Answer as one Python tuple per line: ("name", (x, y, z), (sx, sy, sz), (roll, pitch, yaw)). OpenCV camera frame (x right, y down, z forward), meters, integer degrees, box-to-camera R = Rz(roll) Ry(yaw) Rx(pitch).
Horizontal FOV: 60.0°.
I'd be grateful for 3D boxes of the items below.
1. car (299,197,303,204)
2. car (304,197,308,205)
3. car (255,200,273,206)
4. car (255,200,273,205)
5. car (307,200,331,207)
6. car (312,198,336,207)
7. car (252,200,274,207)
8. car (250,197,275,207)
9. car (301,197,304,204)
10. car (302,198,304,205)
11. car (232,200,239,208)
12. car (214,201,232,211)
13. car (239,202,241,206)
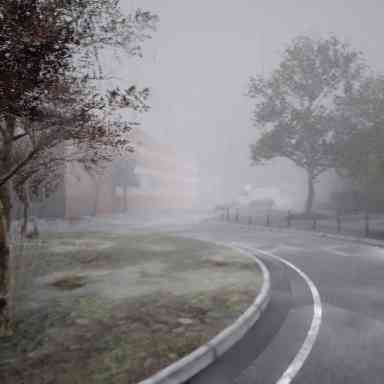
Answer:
("car", (31.908, 2.811, 88.213), (5.008, 1.535, 2.097), (0, -1, 13))
("car", (28.726, 2.346, 74.591), (5.566, 2.045, 2.435), (0, -1, 13))
("car", (19.016, 2.861, 88.224), (4.674, 1.452, 2.002), (0, -1, 13))
("car", (19.624, 2.893, 90.984), (4.792, 1.488, 2.163), (0, -1, 13))
("car", (29.370, 2.641, 77.209), (4.892, 1.521, 2.231), (0, -1, 13))
("car", (27.386, 2.370, 68.967), (4.553, 1.767, 2.185), (0, 0, 13))
("car", (17.092, 2.692, 79.971), (5.008, 1.535, 2.097), (0, -1, 13))
("car", (15.792, 2.350, 74.474), (5.566, 2.045, 2.435), (0, -1, 13))
("car", (31.269, 2.769, 85.463), (5.008, 1.535, 2.097), (0, -1, 13))
("car", (30.632, 2.728, 82.712), (4.892, 1.521, 2.231), (0, -1, 13))
("car", (8.020, 2.660, 69.206), (2.033, 1.411, 5.357), (0, -1, 14))
("car", (5.164, 2.518, 57.207), (1.895, 1.301, 4.718), (0, -1, 14))
("car", (10.522, 2.628, 79.488), (1.812, 1.442, 4.674), (0, -1, 14))
